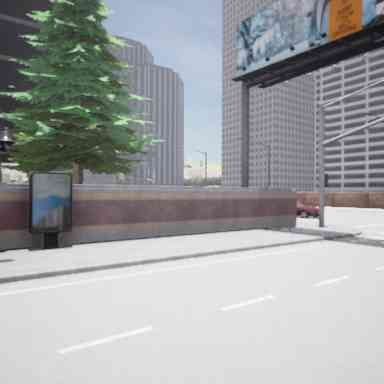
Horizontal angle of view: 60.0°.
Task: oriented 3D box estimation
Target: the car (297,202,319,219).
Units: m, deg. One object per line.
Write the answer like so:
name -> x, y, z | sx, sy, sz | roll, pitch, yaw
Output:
car -> 9.957, 1.647, 31.925 | 1.882, 1.535, 5.008 | 0, 0, -35
